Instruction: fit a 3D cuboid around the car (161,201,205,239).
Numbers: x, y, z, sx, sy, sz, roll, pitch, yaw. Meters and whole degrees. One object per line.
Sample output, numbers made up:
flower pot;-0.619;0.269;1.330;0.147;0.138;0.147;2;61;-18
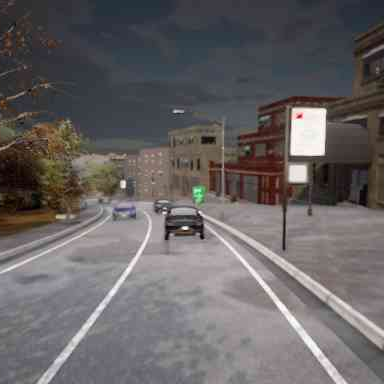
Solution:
car;-0.493;1.433;17.099;1.882;1.535;5.008;0;0;-4

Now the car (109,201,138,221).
car;-5.462;1.515;27.327;1.812;1.442;4.674;-1;0;-9

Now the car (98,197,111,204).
car;-17.531;1.684;66.636;1.812;1.442;4.674;-3;1;-24

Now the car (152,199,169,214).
car;-3.126;1.447;35.048;1.812;1.442;4.674;-1;0;-12
